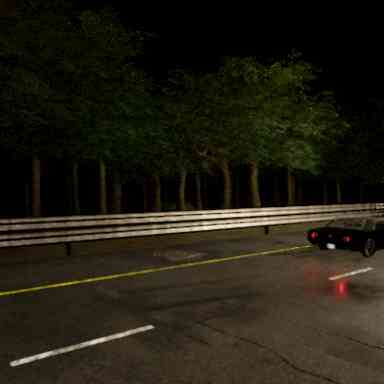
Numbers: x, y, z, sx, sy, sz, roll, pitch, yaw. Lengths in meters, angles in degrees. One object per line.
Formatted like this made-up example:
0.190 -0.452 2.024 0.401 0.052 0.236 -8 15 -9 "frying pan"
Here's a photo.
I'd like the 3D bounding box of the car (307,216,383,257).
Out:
6.664 1.596 12.862 4.718 1.301 1.895 0 0 -35 "car"
